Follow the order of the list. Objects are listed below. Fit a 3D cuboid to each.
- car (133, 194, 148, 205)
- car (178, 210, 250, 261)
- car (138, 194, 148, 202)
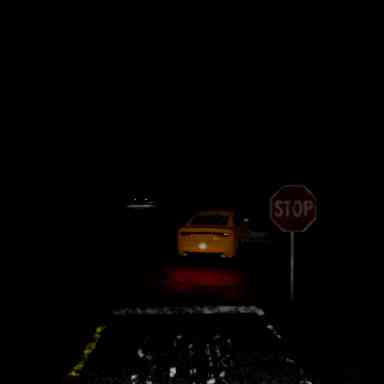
[{"bbox_3d":[-7.891,1.073,51.285,2.097,1.767,4.553,0,0,-7],"label":"car"},{"bbox_3d":[0.964,1.402,12.136,1.882,1.535,5.008,0,1,15],"label":"car"},{"bbox_3d":[-9.803,1.169,66.963,1.812,1.442,4.674,0,0,-7],"label":"car"}]
